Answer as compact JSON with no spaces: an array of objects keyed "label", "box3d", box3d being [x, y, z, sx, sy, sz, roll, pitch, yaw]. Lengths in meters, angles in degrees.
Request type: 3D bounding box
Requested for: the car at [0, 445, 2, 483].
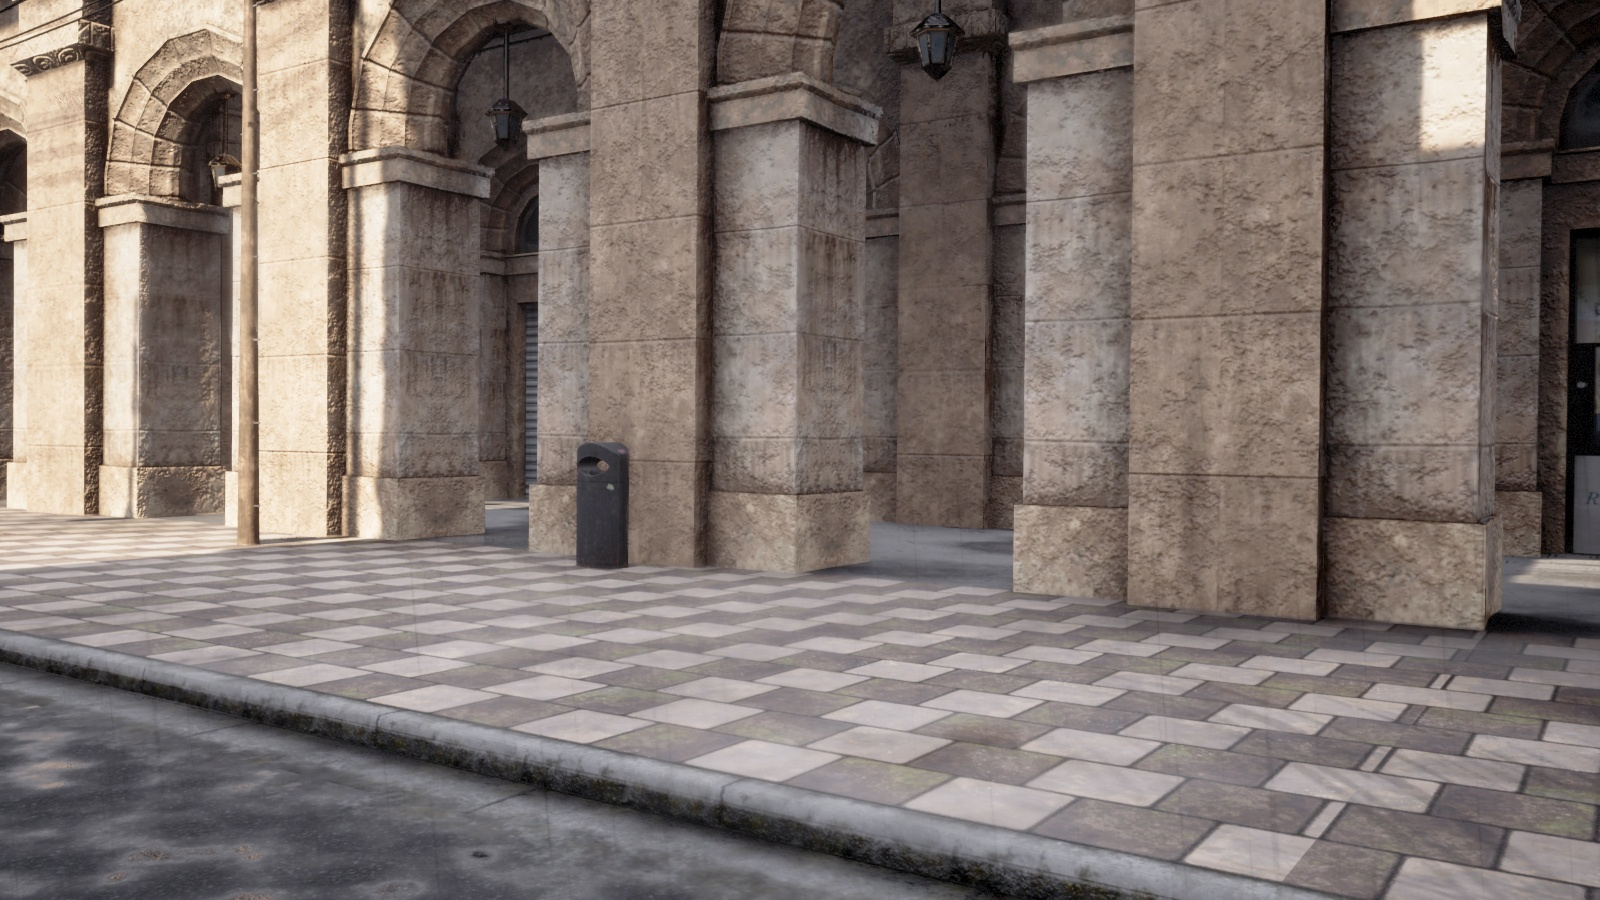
[{"label":"car","box3d":[-30.009,0.524,42.477,1.895,1.301,4.718,0,1,34]}]
